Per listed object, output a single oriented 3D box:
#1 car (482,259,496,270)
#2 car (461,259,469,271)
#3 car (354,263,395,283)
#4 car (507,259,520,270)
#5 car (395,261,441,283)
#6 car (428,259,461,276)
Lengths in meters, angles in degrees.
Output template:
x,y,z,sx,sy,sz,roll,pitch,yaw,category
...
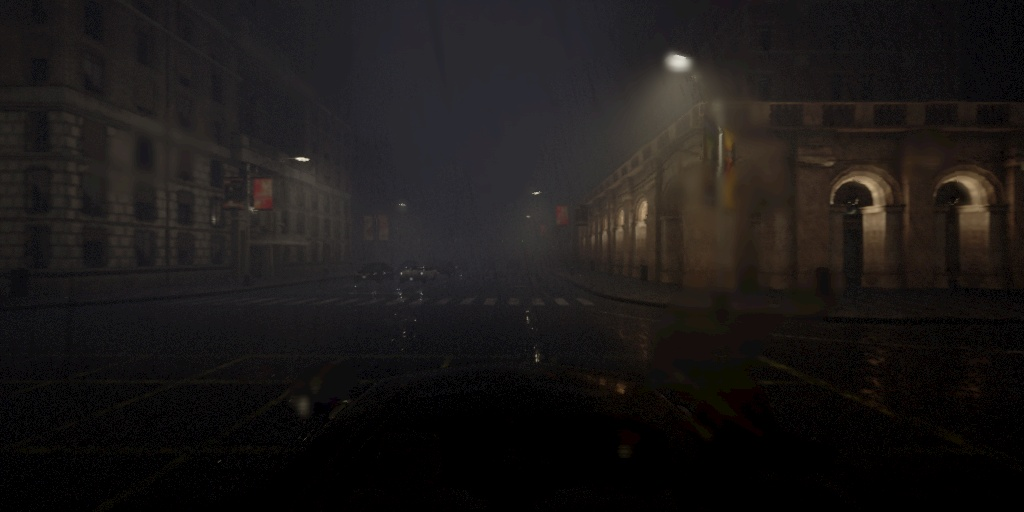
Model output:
x,y,z,sx,sy,sz,roll,pitch,yaw,category
-3.306,1.175,52.188,2.128,1.511,4.902,0,0,1,car
-6.864,1.180,47.493,2.128,1.511,4.902,0,0,1,car
-10.588,1.240,28.002,1.812,1.442,4.674,0,0,0,car
0.197,1.208,52.380,1.812,1.442,4.674,0,0,1,car
-7.092,1.316,27.481,1.895,1.301,4.718,0,0,0,car
-7.015,1.250,37.332,2.033,1.411,5.357,0,0,1,car
